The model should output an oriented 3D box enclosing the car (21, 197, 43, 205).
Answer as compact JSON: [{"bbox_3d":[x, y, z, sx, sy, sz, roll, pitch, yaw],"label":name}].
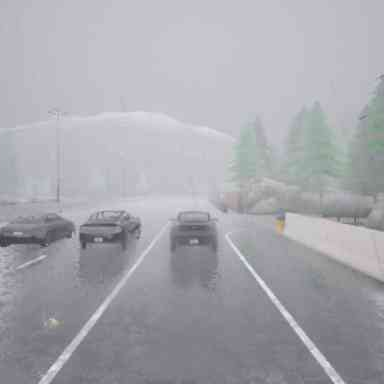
[{"bbox_3d":[-31.515,1.729,65.706,1.882,1.535,5.008,0,0,0],"label":"car"}]

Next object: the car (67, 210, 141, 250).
[{"bbox_3d":[-3.420,1.548,14.625,2.128,1.511,4.902,0,0,0],"label":"car"}]

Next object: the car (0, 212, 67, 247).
[{"bbox_3d":[-6.918,1.623,15.240,1.994,1.385,4.181,0,0,0],"label":"car"}]

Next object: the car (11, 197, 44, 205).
[{"bbox_3d":[-24.580,1.716,49.951,1.812,1.442,4.674,0,0,0],"label":"car"}]

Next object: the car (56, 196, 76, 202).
[{"bbox_3d":[-24.515,1.606,65.784,2.097,1.767,4.553,0,0,0],"label":"car"}]

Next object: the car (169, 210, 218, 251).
[{"bbox_3d":[0.080,1.560,14.417,1.837,1.490,4.892,0,0,0],"label":"car"}]

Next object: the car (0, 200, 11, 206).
[{"bbox_3d":[-28.075,1.791,49.967,1.895,1.301,4.718,0,0,0],"label":"car"}]

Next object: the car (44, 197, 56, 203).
[{"bbox_3d":[-28.015,1.791,65.802,2.033,1.411,5.357,0,0,0],"label":"car"}]
